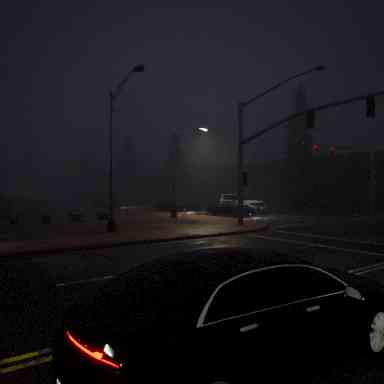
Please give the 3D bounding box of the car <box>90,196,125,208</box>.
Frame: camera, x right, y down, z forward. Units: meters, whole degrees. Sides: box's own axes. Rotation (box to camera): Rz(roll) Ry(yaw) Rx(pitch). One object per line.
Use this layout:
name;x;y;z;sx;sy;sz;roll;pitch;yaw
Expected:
car;-12.379;1.600;47.801;4.718;1.301;1.895;0;0;31

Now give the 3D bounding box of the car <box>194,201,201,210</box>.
car;-0.889;1.478;42.495;1.882;1.535;5.008;0;0;-43

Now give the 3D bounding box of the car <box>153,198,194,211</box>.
car;-2.526;1.547;39.222;2.033;1.411;5.357;0;0;-39

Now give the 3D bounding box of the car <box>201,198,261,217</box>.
car;3.536;1.547;31.219;2.033;1.411;5.357;0;0;-36

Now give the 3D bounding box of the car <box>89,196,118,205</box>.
car;-16.301;1.478;61.324;5.008;1.535;1.882;0;0;21

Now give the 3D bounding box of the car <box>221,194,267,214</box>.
car;5.184;1.221;34.844;2.150;2.045;5.566;0;0;-37

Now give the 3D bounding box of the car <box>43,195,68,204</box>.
car;-26.261;1.352;63.788;4.553;1.767;2.097;0;0;9

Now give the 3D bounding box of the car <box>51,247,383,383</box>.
car;0.807;1.505;4.374;4.892;1.490;1.837;0;0;-35

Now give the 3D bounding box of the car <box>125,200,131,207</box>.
car;-11.611;1.526;51.327;4.674;1.442;1.812;0;0;30
